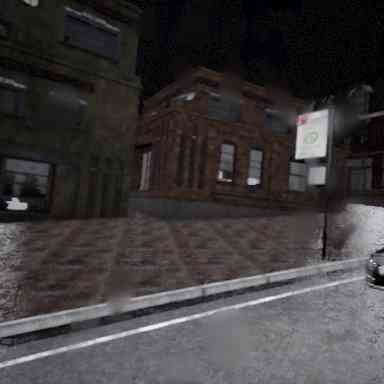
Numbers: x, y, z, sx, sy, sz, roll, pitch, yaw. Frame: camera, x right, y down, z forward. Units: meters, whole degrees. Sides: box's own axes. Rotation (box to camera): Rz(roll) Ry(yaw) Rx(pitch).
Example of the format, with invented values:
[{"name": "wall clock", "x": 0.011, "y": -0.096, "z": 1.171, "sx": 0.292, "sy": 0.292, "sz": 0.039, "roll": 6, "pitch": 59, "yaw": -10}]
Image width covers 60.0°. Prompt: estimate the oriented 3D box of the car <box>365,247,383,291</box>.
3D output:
[{"name": "car", "x": 6.088, "y": 1.526, "z": 7.794, "sx": 4.902, "sy": 1.511, "sz": 2.128, "roll": 0, "pitch": 0, "yaw": -31}]
